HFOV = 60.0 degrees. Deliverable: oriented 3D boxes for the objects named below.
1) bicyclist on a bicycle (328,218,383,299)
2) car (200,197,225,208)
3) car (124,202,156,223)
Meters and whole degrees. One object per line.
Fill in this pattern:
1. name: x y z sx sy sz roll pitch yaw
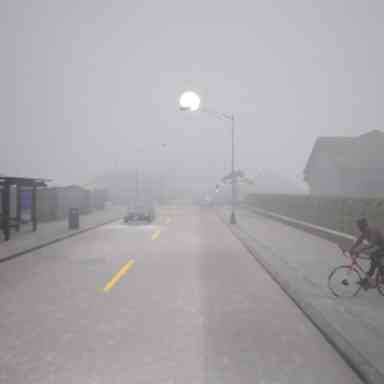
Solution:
1. bicyclist on a bicycle: 3.535 1.342 6.629 1.656 1.620 0.582 0 0 1
2. car: 2.761 1.422 45.856 1.812 1.442 4.674 0 0 32
3. car: -3.760 1.497 24.706 1.812 1.442 4.674 0 0 1
